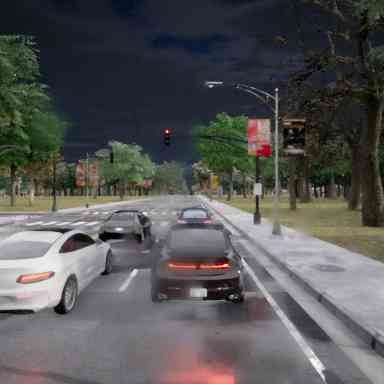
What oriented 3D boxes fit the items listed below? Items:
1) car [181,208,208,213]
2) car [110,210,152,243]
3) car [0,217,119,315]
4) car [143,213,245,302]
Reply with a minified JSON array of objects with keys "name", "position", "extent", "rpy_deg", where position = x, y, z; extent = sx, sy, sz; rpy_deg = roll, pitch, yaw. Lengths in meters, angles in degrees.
[{"name":"car","position":[0.134,1.527,17.283],"extent":[1.812,1.442,4.674],"rpy_deg":[0,0,0]},{"name":"car","position":[-3.118,1.565,16.209],"extent":[1.994,1.385,4.181],"rpy_deg":[0,0,0]},{"name":"car","position":[-3.136,1.526,7.450],"extent":[1.812,1.442,4.674],"rpy_deg":[0,0,0]},{"name":"car","position":[0.117,1.505,8.212],"extent":[1.837,1.490,4.892],"rpy_deg":[0,0,0]}]
